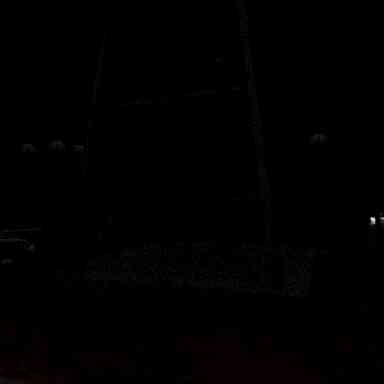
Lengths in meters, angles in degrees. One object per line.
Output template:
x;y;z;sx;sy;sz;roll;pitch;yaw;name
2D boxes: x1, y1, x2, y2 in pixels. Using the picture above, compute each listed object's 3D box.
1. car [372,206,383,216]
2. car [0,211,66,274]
18.706;1.715;33.513;2.033;1.411;5.357;-2;-1;23;car
-5.701;1.645;11.550;1.905;1.878;3.866;-1;-1;-8;car
